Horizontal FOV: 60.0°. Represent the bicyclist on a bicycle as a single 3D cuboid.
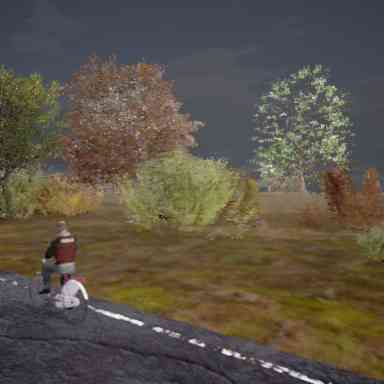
[{"bbox_3d":[-2.508,1.404,6.115,1.843,1.776,0.659,0,0,36],"label":"bicyclist on a bicycle"}]
